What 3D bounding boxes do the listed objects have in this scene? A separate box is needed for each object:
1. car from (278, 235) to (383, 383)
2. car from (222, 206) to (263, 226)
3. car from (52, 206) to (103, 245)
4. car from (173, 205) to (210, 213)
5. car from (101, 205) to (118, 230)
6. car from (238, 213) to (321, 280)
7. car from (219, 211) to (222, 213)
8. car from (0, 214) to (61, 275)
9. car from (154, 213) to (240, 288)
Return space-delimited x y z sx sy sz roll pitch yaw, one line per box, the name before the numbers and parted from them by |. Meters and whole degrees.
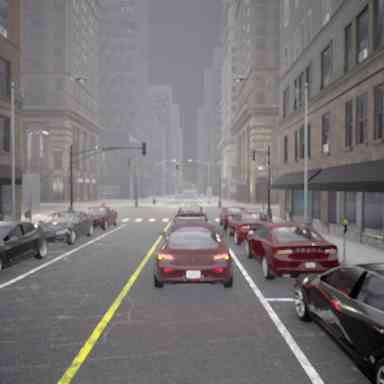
car | 2.738 1.567 4.378 1.947 1.339 4.313 -1 0 0
car | 2.693 1.551 15.388 1.887 1.381 4.507 -1 0 0
car | -5.832 1.557 15.353 2.008 1.369 4.403 -1 0 0
car | -0.045 1.499 18.908 2.128 1.511 4.902 0 0 1
car | -5.854 1.554 20.859 1.887 1.381 4.507 -1 0 0
car | 2.716 1.548 9.882 1.887 1.381 4.507 -1 0 0
car | 2.671 1.553 20.893 1.887 1.381 4.507 -1 0 0
car | -5.809 1.570 9.848 1.947 1.339 4.313 -1 0 0
car | 0.034 1.529 9.135 1.812 1.442 4.674 0 0 0
